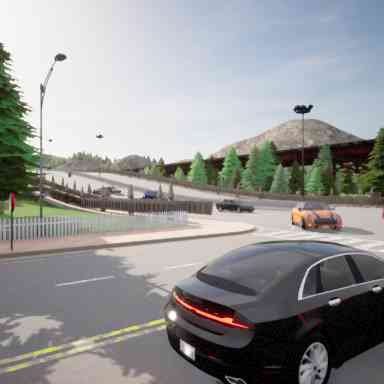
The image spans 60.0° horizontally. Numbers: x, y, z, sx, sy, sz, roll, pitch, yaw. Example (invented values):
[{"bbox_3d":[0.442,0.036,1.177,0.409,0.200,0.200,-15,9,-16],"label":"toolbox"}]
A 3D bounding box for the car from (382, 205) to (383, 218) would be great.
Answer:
[{"bbox_3d":[15.753,1.222,22.060,2.150,2.045,5.566,0,0,-37],"label":"car"}]

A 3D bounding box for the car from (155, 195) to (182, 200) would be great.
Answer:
[{"bbox_3d":[-2.053,1.453,39.688,1.837,1.490,4.892,0,1,-37],"label":"car"}]

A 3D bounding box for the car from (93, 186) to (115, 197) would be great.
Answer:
[{"bbox_3d":[-15.566,-0.005,57.682,1.994,1.385,4.181,0,6,-36],"label":"car"}]

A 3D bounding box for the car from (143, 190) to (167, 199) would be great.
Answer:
[{"bbox_3d":[-5.250,0.763,49.707,2.150,2.045,5.566,0,3,-37],"label":"car"}]

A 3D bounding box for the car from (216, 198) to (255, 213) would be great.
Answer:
[{"bbox_3d":[4.712,1.494,36.572,1.837,1.490,4.892,0,1,-37],"label":"car"}]

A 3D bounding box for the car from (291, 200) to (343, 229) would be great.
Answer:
[{"bbox_3d":[7.576,1.351,20.529,2.097,1.767,4.553,0,0,5],"label":"car"}]

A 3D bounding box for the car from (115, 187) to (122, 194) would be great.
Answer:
[{"bbox_3d":[-15.032,-0.365,62.859,1.895,1.301,4.718,0,7,-37],"label":"car"}]

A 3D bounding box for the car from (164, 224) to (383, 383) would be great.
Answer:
[{"bbox_3d":[1.921,1.505,5.116,4.892,1.490,1.837,0,0,-35],"label":"car"}]
